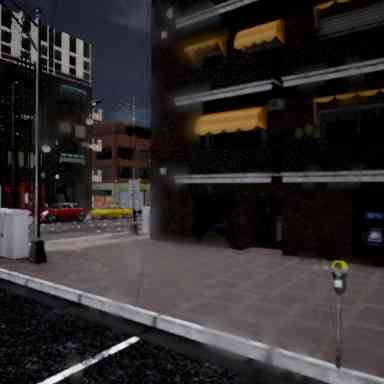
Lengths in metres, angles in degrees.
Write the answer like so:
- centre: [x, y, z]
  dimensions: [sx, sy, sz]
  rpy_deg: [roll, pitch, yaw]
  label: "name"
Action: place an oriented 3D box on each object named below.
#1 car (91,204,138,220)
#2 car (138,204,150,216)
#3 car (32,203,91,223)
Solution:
- centre: [-7.647, 1.807, 31.279]
  dimensions: [1.752, 1.417, 4.829]
  rpy_deg: [-1, -1, 35]
  label: "car"
- centre: [-4.395, 1.955, 35.951]
  dimensions: [1.947, 1.339, 4.313]
  rpy_deg: [-1, -1, 35]
  label: "car"
- centre: [-10.704, 1.621, 26.888]
  dimensions: [1.967, 1.590, 4.097]
  rpy_deg: [-1, -1, 35]
  label: "car"
